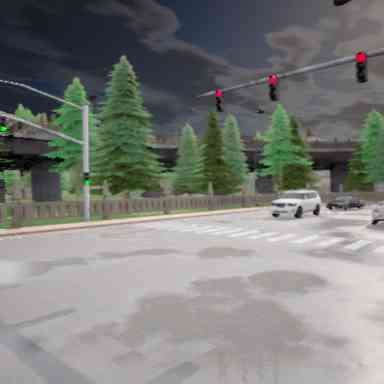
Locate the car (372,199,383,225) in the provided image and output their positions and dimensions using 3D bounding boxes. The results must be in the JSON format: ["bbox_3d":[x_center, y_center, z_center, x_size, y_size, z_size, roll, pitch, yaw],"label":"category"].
[{"bbox_3d":[12.367,1.200,20.222,1.812,1.442,4.674,0,1,42],"label":"car"}]

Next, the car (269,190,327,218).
[{"bbox_3d":[8.306,0.902,26.369,2.150,2.045,5.566,0,1,43],"label":"car"}]

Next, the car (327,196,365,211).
[{"bbox_3d":[15.590,1.098,33.632,5.357,1.411,2.033,-1,0,-40],"label":"car"}]

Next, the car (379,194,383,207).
[{"bbox_3d":[24.511,0.918,38.973,4.892,1.490,1.837,-1,0,-21],"label":"car"}]
